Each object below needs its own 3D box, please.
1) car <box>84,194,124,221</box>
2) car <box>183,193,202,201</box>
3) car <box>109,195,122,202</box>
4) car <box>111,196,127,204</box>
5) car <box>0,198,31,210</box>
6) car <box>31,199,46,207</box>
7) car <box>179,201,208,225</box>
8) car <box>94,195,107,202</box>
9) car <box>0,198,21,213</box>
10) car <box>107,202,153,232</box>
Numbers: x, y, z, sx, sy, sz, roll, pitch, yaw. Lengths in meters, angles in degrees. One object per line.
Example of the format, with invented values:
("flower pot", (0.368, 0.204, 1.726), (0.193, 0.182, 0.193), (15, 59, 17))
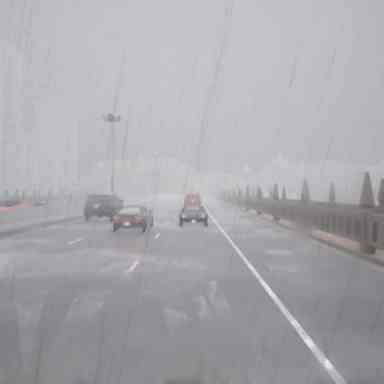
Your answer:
("car", (-6.903, 1.178, 26.651), (2.150, 2.045, 5.566), (0, 0, 0))
("car", (0.107, 1.154, 41.613), (2.150, 2.045, 5.566), (0, 0, 0))
("car", (-17.412, 1.401, 75.999), (1.812, 1.442, 4.674), (0, 0, 1))
("car", (-14.017, 1.457, 63.994), (1.994, 1.385, 4.181), (0, 0, 0))
("car", (-14.100, 1.313, 24.268), (2.097, 1.767, 4.553), (0, 0, 0))
("car", (-17.593, 1.506, 36.287), (1.994, 1.385, 4.181), (0, 0, 0))
("car", (0.098, 1.563, 23.349), (1.895, 1.301, 4.718), (0, 0, 0))
("car", (-20.911, 1.401, 76.099), (1.812, 1.442, 4.674), (0, 0, 1))
("car", (-21.091, 1.446, 36.788), (1.837, 1.490, 4.892), (0, 0, 0))
("car", (-3.403, 1.494, 19.689), (1.812, 1.442, 4.674), (0, 0, 0))
